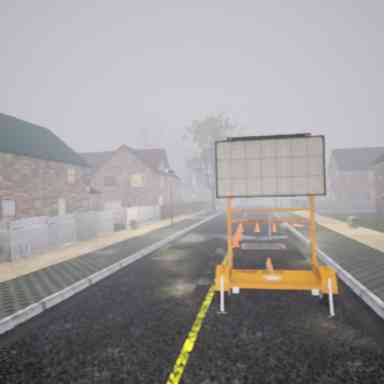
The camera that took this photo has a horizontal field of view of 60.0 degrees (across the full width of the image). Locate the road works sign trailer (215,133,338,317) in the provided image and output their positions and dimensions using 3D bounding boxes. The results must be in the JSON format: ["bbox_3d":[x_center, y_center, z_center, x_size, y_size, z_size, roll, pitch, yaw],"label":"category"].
[{"bbox_3d":[1.773,0.515,7.607,2.380,3.560,2.880,-2,-1,10],"label":"road works sign trailer"}]

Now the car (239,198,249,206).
[{"bbox_3d":[13.431,2.415,85.973,2.150,2.045,5.566,-2,-2,10],"label":"car"}]
